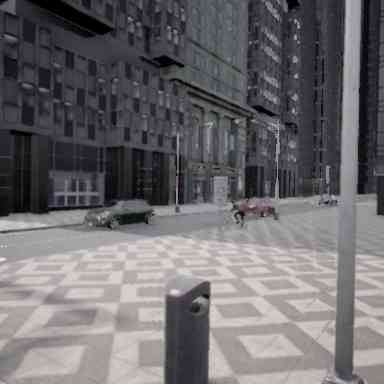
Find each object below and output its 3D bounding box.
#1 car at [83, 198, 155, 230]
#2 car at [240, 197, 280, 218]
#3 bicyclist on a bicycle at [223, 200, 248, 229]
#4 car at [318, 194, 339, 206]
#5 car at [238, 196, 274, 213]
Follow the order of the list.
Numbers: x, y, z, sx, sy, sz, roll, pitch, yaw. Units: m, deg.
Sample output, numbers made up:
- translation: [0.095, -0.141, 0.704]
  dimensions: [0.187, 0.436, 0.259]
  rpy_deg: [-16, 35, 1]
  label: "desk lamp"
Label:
- translation: [-4.367, 1.225, 20.414]
  dimensions: [2.097, 1.767, 4.553]
  rpy_deg: [2, 1, 36]
  label: "car"
- translation: [6.246, 1.265, 29.743]
  dimensions: [2.097, 1.767, 4.553]
  rpy_deg: [2, 1, 36]
  label: "car"
- translation: [2.498, 1.316, 19.295]
  dimensions: [1.656, 1.620, 0.582]
  rpy_deg: [1, 1, 36]
  label: "bicyclist on a bicycle"
- translation: [20.301, 1.151, 49.370]
  dimensions: [2.097, 1.767, 4.553]
  rpy_deg: [2, 1, 36]
  label: "car"
- translation: [7.053, 1.293, 36.338]
  dimensions: [1.882, 1.535, 5.008]
  rpy_deg: [2, 1, 36]
  label: "car"
